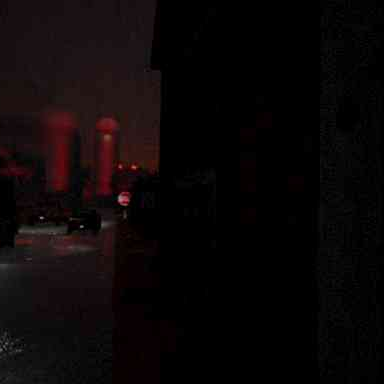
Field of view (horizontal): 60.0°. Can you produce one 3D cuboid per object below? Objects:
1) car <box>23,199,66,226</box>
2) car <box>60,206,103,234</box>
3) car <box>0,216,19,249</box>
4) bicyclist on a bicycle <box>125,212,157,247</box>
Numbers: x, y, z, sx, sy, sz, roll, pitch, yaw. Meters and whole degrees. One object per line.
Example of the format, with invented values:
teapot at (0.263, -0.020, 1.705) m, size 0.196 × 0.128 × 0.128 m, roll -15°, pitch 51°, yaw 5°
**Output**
car at (-11.494, 1.572, 26.862) m, size 2.150 × 2.045 × 5.566 m, roll 2°, pitch -1°, yaw -12°
car at (-7.080, 1.865, 22.117) m, size 2.128 × 1.511 × 4.902 m, roll 2°, pitch -1°, yaw -13°
car at (-8.432, 1.654, 13.206) m, size 1.882 × 1.535 × 5.008 m, roll 2°, pitch -1°, yaw -13°
bicyclist on a bicycle at (-2.311, 1.750, 15.570) m, size 1.656 × 1.620 × 0.582 m, roll 1°, pitch -1°, yaw -13°
